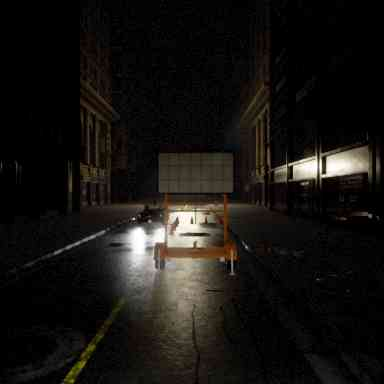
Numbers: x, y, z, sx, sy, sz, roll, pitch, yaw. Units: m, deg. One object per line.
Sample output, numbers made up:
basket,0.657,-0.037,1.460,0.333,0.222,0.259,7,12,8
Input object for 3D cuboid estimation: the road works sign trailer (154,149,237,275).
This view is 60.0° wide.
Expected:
road works sign trailer,0.114,0.466,10.413,2.380,3.560,2.880,0,0,1

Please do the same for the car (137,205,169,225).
car,-2.722,1.607,23.929,1.895,1.301,4.718,0,0,1
